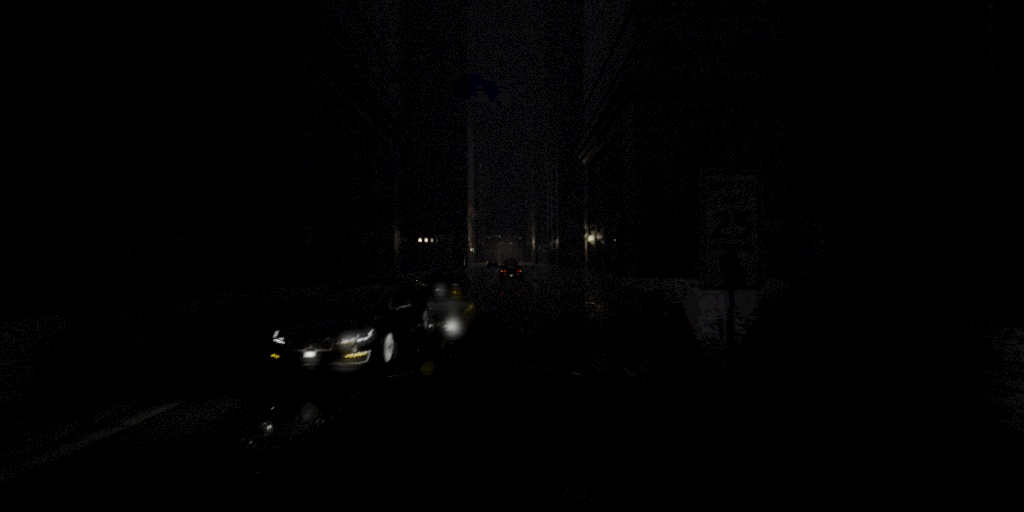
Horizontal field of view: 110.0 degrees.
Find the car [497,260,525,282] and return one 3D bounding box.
[{"bbox_3d":[-0.053,1.309,29.751,1.812,1.442,4.674,0,0,0],"label":"car"}]

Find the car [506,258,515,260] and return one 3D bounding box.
[{"bbox_3d":[-0.169,1.165,46.244,2.097,1.767,4.553,0,0,0],"label":"car"}]

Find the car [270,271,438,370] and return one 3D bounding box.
[{"bbox_3d":[-3.129,1.267,7.955,1.837,1.490,4.892,0,0,0],"label":"car"}]

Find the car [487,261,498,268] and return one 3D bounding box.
[{"bbox_3d":[-3.393,1.488,63.180,1.895,1.301,4.718,0,0,0],"label":"car"}]

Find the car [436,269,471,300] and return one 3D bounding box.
[{"bbox_3d":[-3.187,1.337,17.879,1.994,1.385,4.181,0,0,-1],"label":"car"}]
